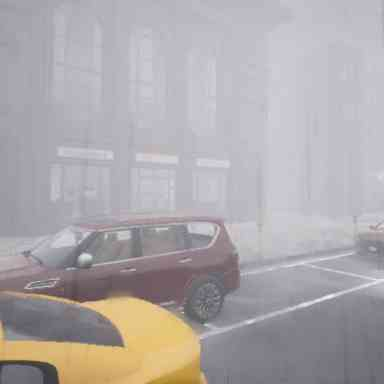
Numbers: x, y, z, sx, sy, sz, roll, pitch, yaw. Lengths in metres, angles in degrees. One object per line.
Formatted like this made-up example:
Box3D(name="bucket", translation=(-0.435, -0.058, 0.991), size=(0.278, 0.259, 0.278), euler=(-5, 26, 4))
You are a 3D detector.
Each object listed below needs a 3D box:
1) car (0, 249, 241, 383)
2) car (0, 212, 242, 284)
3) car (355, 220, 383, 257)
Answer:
Box3D(name="car", translation=(-2.208, 1.473, 1.802), size=(5.008, 1.535, 1.882), euler=(0, 0, -36))
Box3D(name="car", translation=(-1.374, 1.327, 5.664), size=(5.009, 1.841, 2.192), euler=(0, 0, -36))
Box3D(name="car", translation=(7.742, 1.618, 12.175), size=(4.507, 1.381, 1.887), euler=(0, 0, -36))
